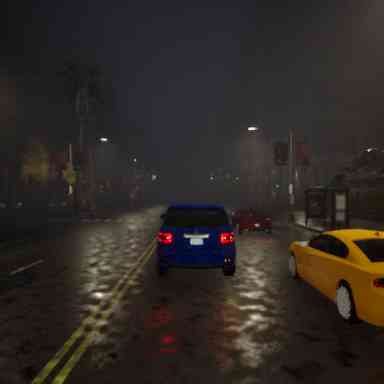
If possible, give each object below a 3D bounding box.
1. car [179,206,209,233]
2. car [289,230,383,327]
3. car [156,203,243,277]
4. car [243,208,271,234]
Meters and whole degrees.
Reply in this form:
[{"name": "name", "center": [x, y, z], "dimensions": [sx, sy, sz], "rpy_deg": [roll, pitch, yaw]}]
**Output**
[{"name": "car", "center": [0.125, 1.777, 22.650], "dimensions": [1.837, 1.490, 4.892], "rpy_deg": [0, 0, 0]}, {"name": "car", "center": [3.622, 1.566, 7.329], "dimensions": [1.882, 1.535, 5.008], "rpy_deg": [0, 0, 0]}, {"name": "car", "center": [0.111, 1.350, 10.836], "dimensions": [2.150, 2.045, 5.566], "rpy_deg": [0, -1, 0]}, {"name": "car", "center": [3.625, 1.729, 21.003], "dimensions": [1.882, 1.535, 5.008], "rpy_deg": [0, -1, 0]}]
